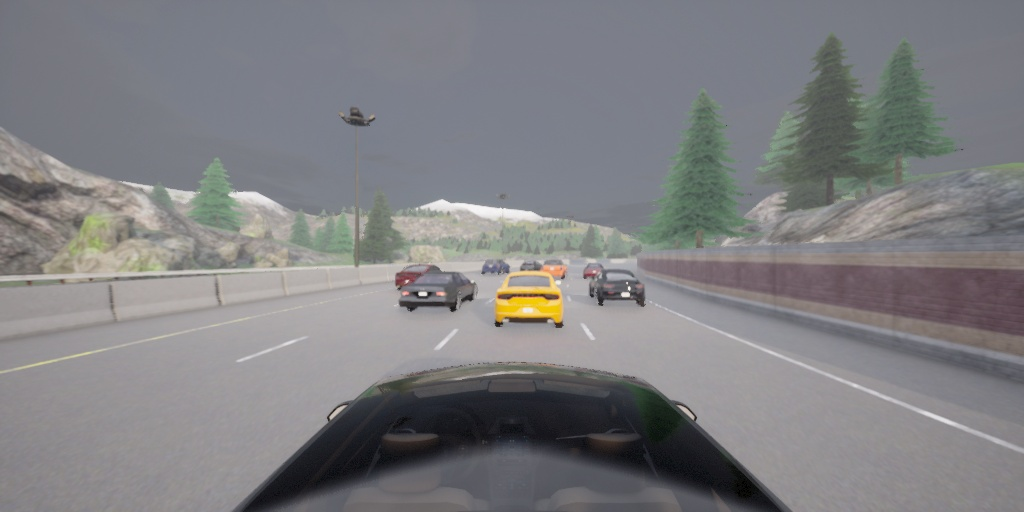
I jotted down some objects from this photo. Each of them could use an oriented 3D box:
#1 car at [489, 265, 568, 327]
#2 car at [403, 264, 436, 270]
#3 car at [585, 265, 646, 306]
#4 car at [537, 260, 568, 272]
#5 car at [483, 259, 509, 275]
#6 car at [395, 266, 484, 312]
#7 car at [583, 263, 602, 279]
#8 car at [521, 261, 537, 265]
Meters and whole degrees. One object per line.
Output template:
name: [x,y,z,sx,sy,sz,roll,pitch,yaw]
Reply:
car: [0.584,1.228,11.583,1.882,1.535,5.008,0,0,4]
car: [-5.285,1.215,21.752,1.882,1.535,5.008,0,0,8]
car: [4.488,1.283,15.690,1.812,1.442,4.674,0,0,6]
car: [3.865,1.106,32.352,2.097,1.767,4.553,0,0,13]
car: [-1.649,1.094,38.941,2.097,1.767,4.553,0,0,15]
car: [-2.693,1.291,14.244,2.033,1.411,5.357,0,0,5]
car: [7.582,1.325,32.856,1.994,1.385,4.181,0,0,14]
car: [2.225,1.241,39.861,2.128,1.511,4.902,0,0,16]
